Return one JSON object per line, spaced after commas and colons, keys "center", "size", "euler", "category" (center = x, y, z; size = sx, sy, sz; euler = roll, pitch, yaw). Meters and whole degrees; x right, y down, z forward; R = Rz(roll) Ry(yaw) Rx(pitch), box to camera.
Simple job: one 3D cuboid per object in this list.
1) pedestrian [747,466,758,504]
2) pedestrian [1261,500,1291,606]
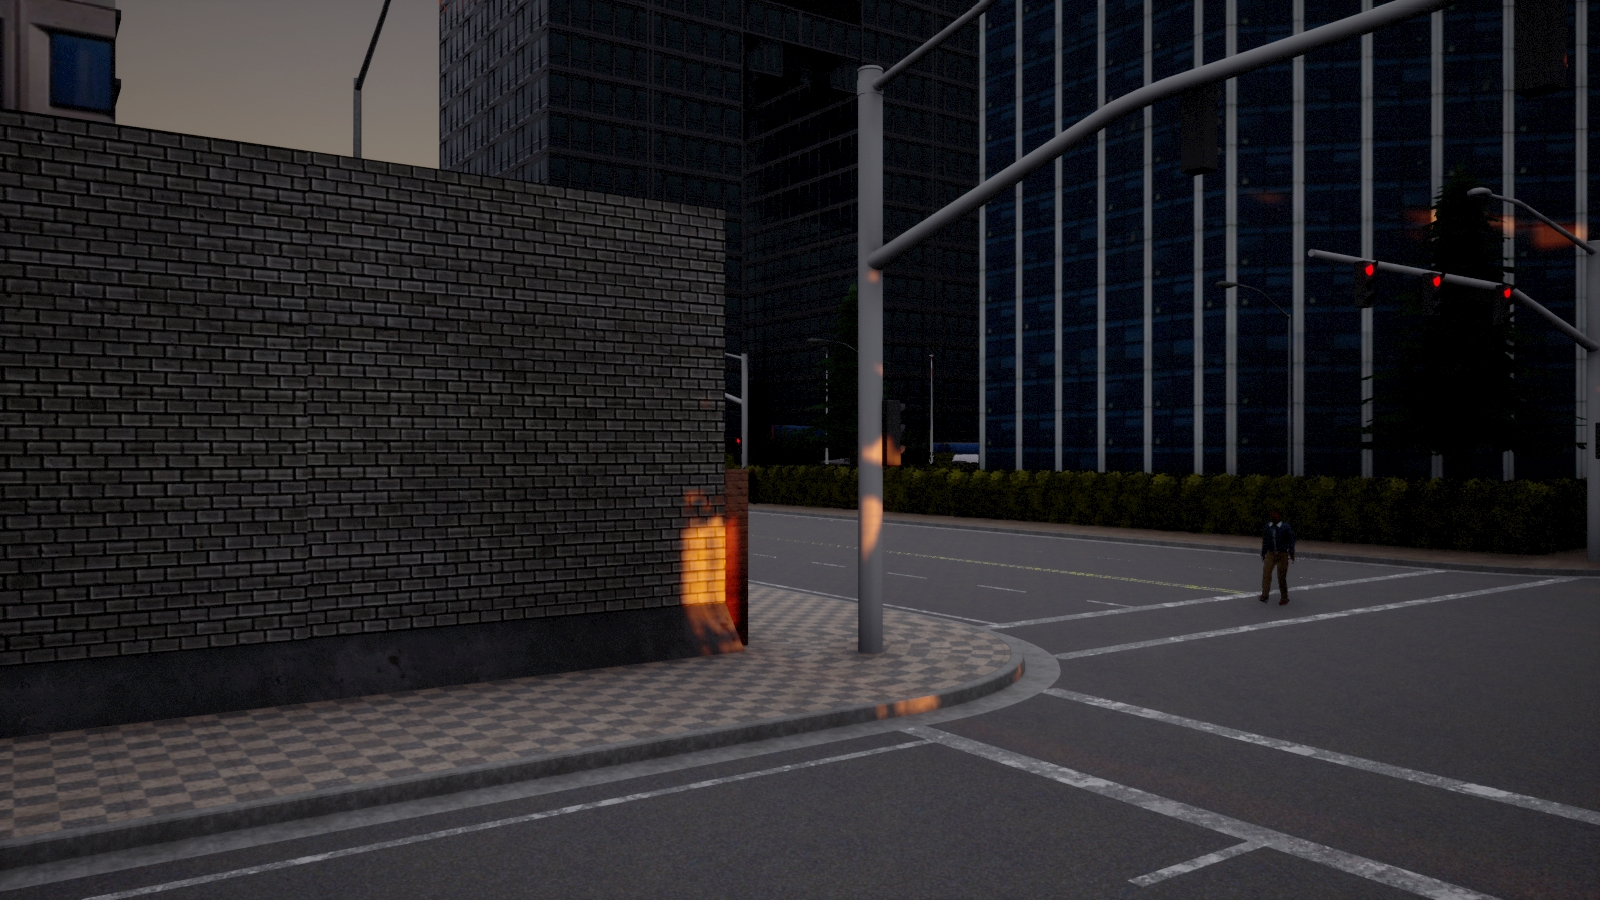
{"center": [-2.318, 1.698, 55.882], "size": [0.375, 1.860, 0.375], "euler": [0, 0, -32], "category": "pedestrian"}
{"center": [8.598, 1.848, 20.650], "size": [0.375, 1.860, 0.375], "euler": [0, 0, -43], "category": "pedestrian"}
